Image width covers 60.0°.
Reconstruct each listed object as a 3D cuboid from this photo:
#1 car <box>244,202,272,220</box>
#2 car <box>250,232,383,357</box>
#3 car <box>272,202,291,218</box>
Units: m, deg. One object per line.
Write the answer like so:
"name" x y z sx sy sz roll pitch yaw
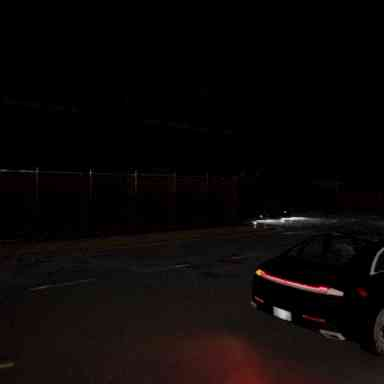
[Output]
"car" 4.122 1.603 29.383 2.033 1.411 5.357 0 0 -35
"car" 3.228 1.491 6.066 4.902 1.511 2.128 0 0 -36
"car" 7.133 1.619 31.187 1.994 1.385 4.181 0 0 -35
